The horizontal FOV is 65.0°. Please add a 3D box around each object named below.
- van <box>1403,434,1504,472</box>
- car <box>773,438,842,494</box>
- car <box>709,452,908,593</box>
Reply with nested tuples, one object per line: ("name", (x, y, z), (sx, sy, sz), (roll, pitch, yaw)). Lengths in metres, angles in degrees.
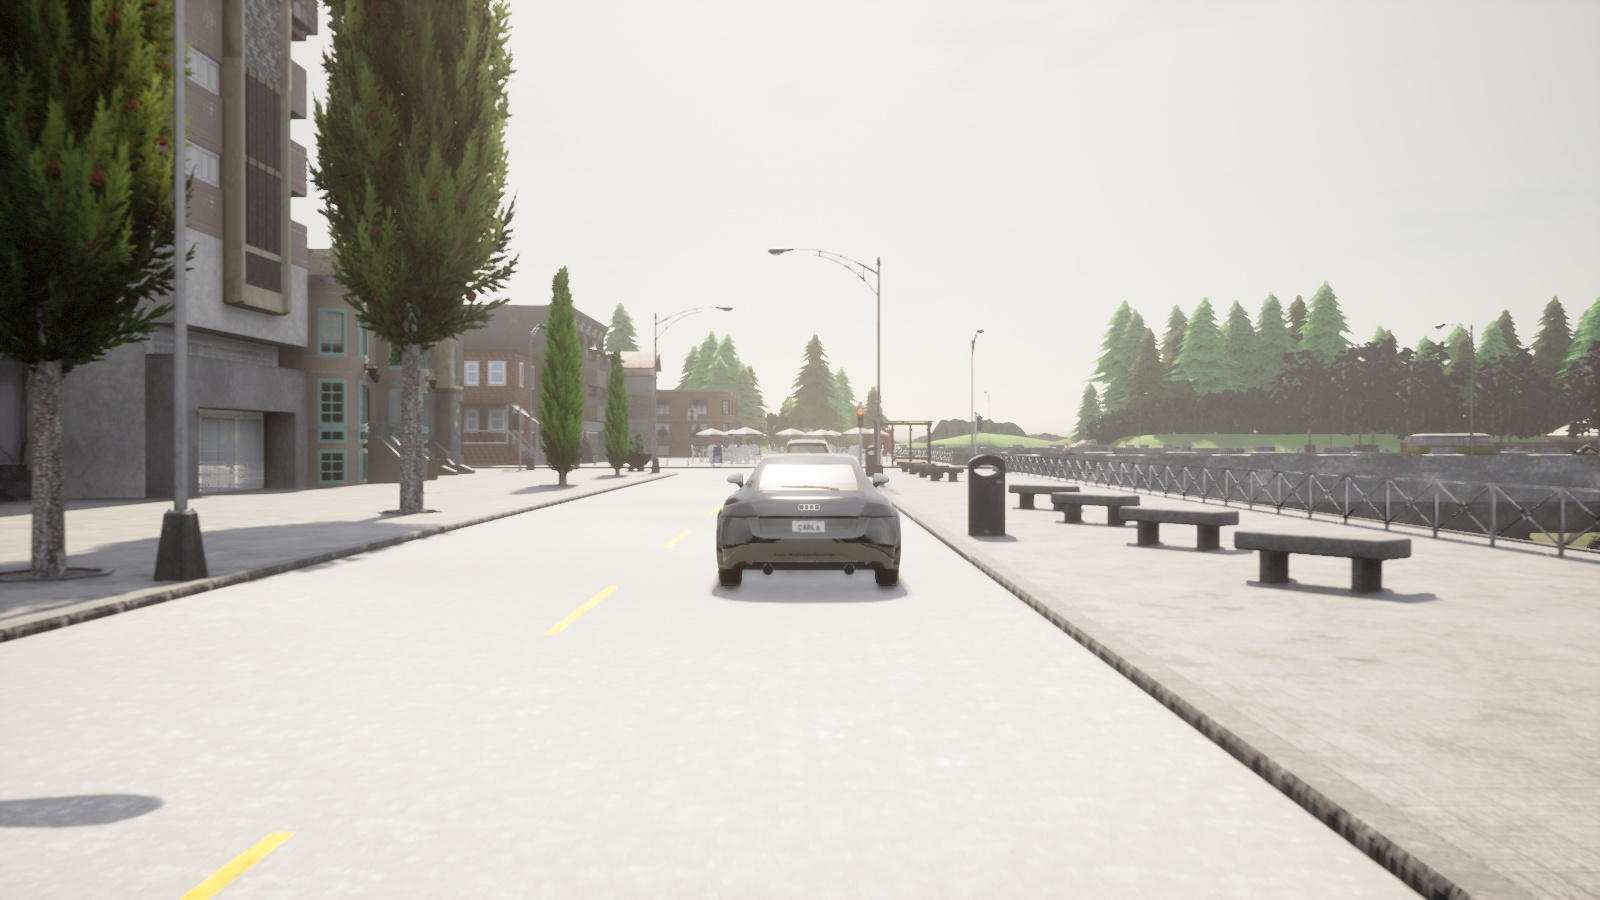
("van", (34.663, 0.151, 66.659), (4.442, 1.987, 1.775), (0, 0, 0))
("car", (0.233, 0.455, 39.261), (2.033, 1.649, 4.856), (0, 0, 0))
("car", (0.097, 0.728, 14.653), (1.994, 1.385, 4.181), (0, 0, 0))
